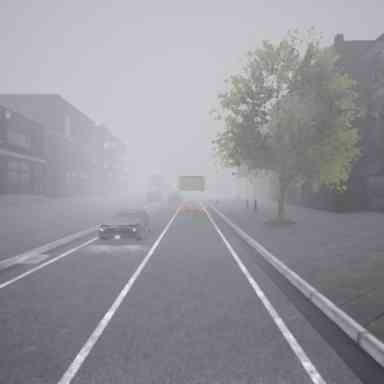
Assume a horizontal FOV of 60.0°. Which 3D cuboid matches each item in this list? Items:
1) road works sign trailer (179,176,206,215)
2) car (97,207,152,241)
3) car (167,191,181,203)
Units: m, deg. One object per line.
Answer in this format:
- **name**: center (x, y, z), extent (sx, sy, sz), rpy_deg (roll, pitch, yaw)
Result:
- **road works sign trailer**: center (0.000, 0.277, 30.814), extent (2.380, 3.560, 2.880), rpy_deg (0, 1, 0)
- **car**: center (-3.107, 1.482, 16.509), extent (2.033, 1.411, 5.357), rpy_deg (0, 0, 0)
- **car**: center (-3.068, 0.809, 58.172), extent (2.150, 2.045, 5.566), rpy_deg (0, 0, 1)
